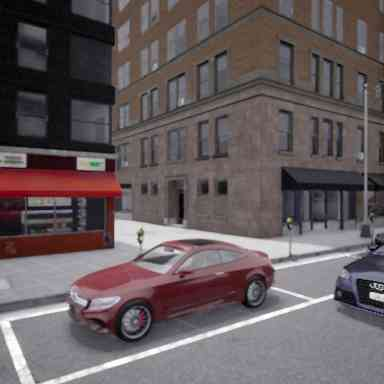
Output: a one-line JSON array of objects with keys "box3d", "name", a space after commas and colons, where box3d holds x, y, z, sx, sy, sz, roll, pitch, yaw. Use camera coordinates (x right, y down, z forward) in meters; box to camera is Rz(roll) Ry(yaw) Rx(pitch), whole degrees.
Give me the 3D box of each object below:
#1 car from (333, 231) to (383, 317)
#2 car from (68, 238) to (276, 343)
[{"box3d": [4.777, 1.607, 6.779, 4.181, 1.385, 1.994, 0, 0, -35], "name": "car"}, {"box3d": [-0.161, 1.602, 6.419, 4.206, 1.307, 1.802, 0, 0, -35], "name": "car"}]
